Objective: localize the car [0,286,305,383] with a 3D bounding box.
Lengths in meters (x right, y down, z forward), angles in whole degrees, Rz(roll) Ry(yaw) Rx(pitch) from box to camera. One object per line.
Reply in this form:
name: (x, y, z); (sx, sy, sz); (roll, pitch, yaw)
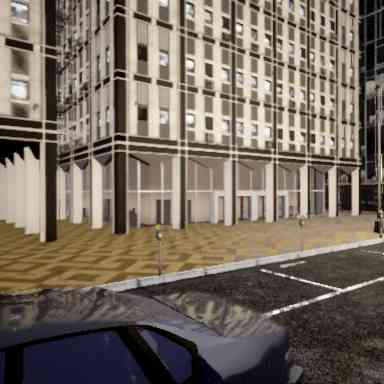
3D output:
car: (-1.494, 1.547, 2.313); (5.357, 1.411, 2.033); (0, 0, -36)
